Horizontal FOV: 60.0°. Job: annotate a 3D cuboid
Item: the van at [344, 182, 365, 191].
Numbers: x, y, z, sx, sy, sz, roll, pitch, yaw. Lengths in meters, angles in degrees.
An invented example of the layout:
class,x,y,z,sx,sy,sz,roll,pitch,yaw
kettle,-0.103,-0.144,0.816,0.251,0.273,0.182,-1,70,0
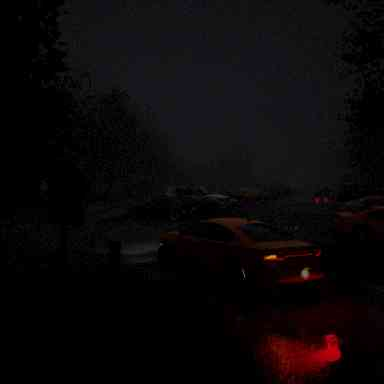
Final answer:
class,x,y,z,sx,sy,sz,roll,pitch,yaw
van,38.786,-1.333,79.636,4.442,1.987,1.878,1,2,25

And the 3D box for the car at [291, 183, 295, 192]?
class,x,y,z,sx,sy,sz,roll,pitch,yaw
car,15.395,-0.422,59.871,4.792,1.488,2.163,1,2,25

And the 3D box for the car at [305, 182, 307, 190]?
class,x,y,z,sx,sy,sz,roll,pitch,yaw
car,23.532,-1.051,77.508,5.008,1.535,2.097,1,2,25

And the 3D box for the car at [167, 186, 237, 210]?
class,x,y,z,sx,sy,sz,roll,pitch,yaw
car,0.380,0.567,27.076,5.566,2.045,2.435,1,3,25

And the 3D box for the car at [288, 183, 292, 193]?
class,x,y,z,sx,sy,sz,roll,pitch,yaw
car,14.236,-0.337,57.350,4.792,1.488,2.163,1,2,25

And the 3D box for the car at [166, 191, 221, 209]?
class,x,y,z,sx,sy,sz,roll,pitch,yaw
car,-0.799,0.927,24.577,5.008,1.535,2.097,1,3,25

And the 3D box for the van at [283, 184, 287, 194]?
class,x,y,z,sx,sy,sz,roll,pitch,yaw
van,12.050,-0.419,52.238,4.442,1.987,1.878,1,2,25

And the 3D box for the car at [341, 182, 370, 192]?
class,x,y,z,sx,sy,sz,roll,pitch,yaw
car,35.393,-1.100,72.043,5.566,2.045,2.435,1,2,25

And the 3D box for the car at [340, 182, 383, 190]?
class,x,y,z,sx,sy,sz,roll,pitch,yaw
car,15.730,0.441,29.150,5.566,2.045,2.435,1,3,25

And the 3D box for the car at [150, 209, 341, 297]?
class,x,y,z,sx,sy,sz,roll,pitch,yaw
car,0.887,1.393,8.462,1.882,1.535,5.008,2,-1,-31

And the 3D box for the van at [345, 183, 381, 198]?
class,x,y,z,sx,sy,sz,roll,pitch,yaw
van,23.904,-0.215,46.714,4.442,1.987,1.878,1,2,25

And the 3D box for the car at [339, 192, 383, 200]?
class,x,y,z,sx,sy,sz,roll,pitch,yaw
car,10.001,1.108,16.695,4.553,1.767,2.185,1,3,25

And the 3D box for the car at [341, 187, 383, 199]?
class,x,y,z,sx,sy,sz,roll,pitch,yaw
car,22.646,0.094,44.253,5.008,1.535,2.097,1,2,25

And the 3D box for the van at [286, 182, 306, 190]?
class,x,y,z,sx,sy,sz,roll,pitch,yaw
van,25.749,-1.449,82.589,4.442,1.987,1.878,1,2,25

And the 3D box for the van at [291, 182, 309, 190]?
class,x,y,z,sx,sy,sz,roll,pitch,yaw
van,29.220,-1.631,90.139,4.442,1.987,1.878,1,1,25

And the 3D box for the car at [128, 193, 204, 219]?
class,x,y,z,sx,sy,sz,roll,pitch,yaw
car,-1.990,1.066,22.072,4.792,1.488,2.163,1,3,25

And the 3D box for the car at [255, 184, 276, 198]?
class,x,y,z,sx,sy,sz,roll,pitch,yaw
car,7.478,0.168,42.140,5.366,1.575,1.946,1,3,25

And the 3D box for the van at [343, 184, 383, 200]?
class,x,y,z,sx,sy,sz,roll,pitch,yaw
van,21.380,-0.045,41.762,4.442,1.987,1.878,1,2,24

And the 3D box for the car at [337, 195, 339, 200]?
class,x,y,z,sx,sy,sz,roll,pitch,yaw
car,11.051,1.158,19.128,4.792,1.488,2.163,1,3,25

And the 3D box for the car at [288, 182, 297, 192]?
class,x,y,z,sx,sy,sz,roll,pitch,yaw
car,16.412,-0.543,62.456,5.366,1.575,1.946,1,2,25

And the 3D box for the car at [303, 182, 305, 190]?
class,x,y,z,sx,sy,sz,roll,pitch,yaw
car,22.349,-1.091,74.993,4.553,1.767,2.185,1,2,25

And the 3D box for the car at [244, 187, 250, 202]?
class,x,y,z,sx,sy,sz,roll,pitch,yaw
car,2.680,0.600,32.137,4.892,1.521,2.231,1,3,25

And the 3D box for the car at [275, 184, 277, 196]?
class,x,y,z,sx,sy,sz,roll,pitch,yaw
car,8.460,0.071,44.733,4.892,1.521,2.231,1,3,25

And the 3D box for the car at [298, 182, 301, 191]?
class,x,y,z,sx,sy,sz,roll,pitch,yaw
car,18.894,-0.707,67.424,4.892,1.521,2.231,1,2,25

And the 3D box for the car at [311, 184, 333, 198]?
class,x,y,z,sx,sy,sz,roll,pitch,yaw
car,18.555,0.000,47.192,2.128,1.511,4.902,1,2,25

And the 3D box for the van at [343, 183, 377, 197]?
class,x,y,z,sx,sy,sz,roll,pitch,yaw
van,24.849,-0.304,49.327,4.442,1.987,1.878,1,2,25

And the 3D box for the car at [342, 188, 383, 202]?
class,x,y,z,sx,sy,sz,roll,pitch,yaw
car,20.355,0.303,39.215,4.792,1.488,2.163,1,2,25

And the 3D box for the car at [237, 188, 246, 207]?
class,x,y,z,sx,sy,sz,roll,pitch,yaw
car,1.683,0.708,29.542,5.366,1.575,1.946,1,3,25

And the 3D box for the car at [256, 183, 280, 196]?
class,x,y,z,sx,sy,sz,roll,pitch,yaw
car,9.655,-0.146,47.237,4.553,1.767,2.185,1,2,25

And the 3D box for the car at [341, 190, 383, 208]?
class,x,y,z,sx,sy,sz,roll,pitch,yaw
car,16.835,0.611,31.700,4.792,1.488,2.163,1,3,25

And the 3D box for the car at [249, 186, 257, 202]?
class,x,y,z,sx,sy,sz,roll,pitch,yaw
car,3.664,0.483,34.737,5.366,1.575,1.946,1,3,25

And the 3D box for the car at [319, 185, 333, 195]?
class,x,y,z,sx,sy,sz,roll,pitch,yaw
car,22.856,-0.331,56.543,1.882,1.535,5.008,1,2,25

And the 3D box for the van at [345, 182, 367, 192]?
class,x,y,z,sx,sy,sz,roll,pitch,yaw
van,36.682,-1.158,74.500,4.442,1.987,1.878,1,2,25

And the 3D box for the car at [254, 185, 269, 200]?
class,x,y,z,sx,sy,sz,roll,pitch,yaw
car,6.033,0.261,39.887,5.366,1.575,1.946,1,3,25

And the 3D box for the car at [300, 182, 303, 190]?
class,x,y,z,sx,sy,sz,roll,pitch,yaw
car,19.890,-0.800,70.019,5.366,1.575,1.946,1,2,25

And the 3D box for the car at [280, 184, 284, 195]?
class,x,y,z,sx,sy,sz,roll,pitch,yaw
car,10.811,-0.079,49.762,4.792,1.488,2.163,1,2,25

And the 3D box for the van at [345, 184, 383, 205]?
class,x,y,z,sx,sy,sz,roll,pitch,yaw
van,18.175,0.246,34.256,4.442,1.987,1.878,1,3,25

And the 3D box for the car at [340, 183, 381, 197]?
class,x,y,z,sx,sy,sz,roll,pitch,yaw
car,26.086,-0.414,51.804,5.566,2.045,2.435,1,2,25

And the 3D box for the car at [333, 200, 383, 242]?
class,x,y,z,sx,sy,sz,roll,pitch,yaw
car,8.811,1.343,14.199,5.008,1.535,2.097,1,3,25

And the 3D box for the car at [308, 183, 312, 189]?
class,x,y,z,sx,sy,sz,roll,pitch,yaw
car,27.040,-1.558,85.048,5.566,2.045,2.435,1,2,25

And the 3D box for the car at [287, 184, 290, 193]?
class,x,y,z,sx,sy,sz,roll,pitch,yaw
car,13.076,-0.251,54.829,4.792,1.488,2.163,1,2,25

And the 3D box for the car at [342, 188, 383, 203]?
class,x,y,z,sx,sy,sz,roll,pitch,yaw
car,19.253,0.396,36.819,4.792,1.488,2.163,1,3,25

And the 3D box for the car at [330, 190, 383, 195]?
class,x,y,z,sx,sy,sz,roll,pitch,yaw
car,13.223,0.904,24.221,5.366,1.575,1.946,1,3,25

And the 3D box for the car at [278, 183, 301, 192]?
class,x,y,z,sx,sy,sz,roll,pitch,yaw
car,21.190,-1.005,72.472,4.553,1.767,2.185,1,2,25

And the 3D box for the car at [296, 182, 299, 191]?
class,x,y,z,sx,sy,sz,roll,pitch,yaw
car,17.746,-0.621,64.897,4.892,1.521,2.231,1,2,25

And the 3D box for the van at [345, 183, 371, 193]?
class,x,y,z,sx,sy,sz,roll,pitch,yaw
van,32.054,-0.817,64.437,4.442,1.987,1.878,1,2,25
